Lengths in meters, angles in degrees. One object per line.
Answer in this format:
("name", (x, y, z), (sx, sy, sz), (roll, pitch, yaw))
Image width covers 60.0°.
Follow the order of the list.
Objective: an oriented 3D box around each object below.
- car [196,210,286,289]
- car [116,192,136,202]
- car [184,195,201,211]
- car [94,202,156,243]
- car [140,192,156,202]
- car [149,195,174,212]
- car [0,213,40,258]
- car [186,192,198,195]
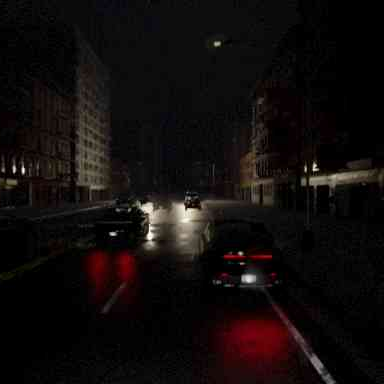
("car", (1.139, 1.470, 9.053), (1.837, 1.490, 4.892), (0, 0, 0))
("car", (-9.835, 1.043, 49.944), (2.150, 2.045, 5.566), (0, 0, 0))
("car", (0.092, 1.409, 38.010), (2.033, 1.411, 5.357), (0, 0, -1))
("car", (-3.147, 1.431, 15.664), (2.128, 1.511, 4.902), (0, 0, 0))
("car", (-6.582, 1.039, 51.326), (2.150, 2.045, 5.566), (0, 0, 0))
("car", (-3.146, 1.368, 36.267), (1.837, 1.490, 4.892), (0, -1, 0))
("car", (-6.598, 1.451, 10.479), (2.128, 1.511, 4.902), (0, 0, 0))
("car", (0.006, 1.047, 48.710), (2.150, 2.045, 5.566), (0, 0, 0))
